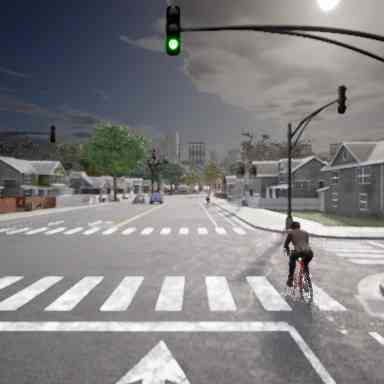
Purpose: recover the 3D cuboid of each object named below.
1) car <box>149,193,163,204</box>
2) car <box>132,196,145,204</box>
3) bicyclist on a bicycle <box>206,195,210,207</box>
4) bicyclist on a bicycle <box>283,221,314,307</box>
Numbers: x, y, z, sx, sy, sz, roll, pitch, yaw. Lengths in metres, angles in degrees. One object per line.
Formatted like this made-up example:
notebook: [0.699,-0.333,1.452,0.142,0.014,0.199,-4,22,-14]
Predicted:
car: [-6.502,1.163,61.283,2.150,2.045,5.566,0,0,0]
car: [-9.752,1.465,61.314,1.812,1.442,4.674,0,0,0]
bicyclist on a bicycle: [2.249,1.331,46.564,0.659,1.776,1.843,0,0,0]
bicyclist on a bicycle: [2.250,1.451,7.054,0.582,1.620,1.656,0,0,0]
